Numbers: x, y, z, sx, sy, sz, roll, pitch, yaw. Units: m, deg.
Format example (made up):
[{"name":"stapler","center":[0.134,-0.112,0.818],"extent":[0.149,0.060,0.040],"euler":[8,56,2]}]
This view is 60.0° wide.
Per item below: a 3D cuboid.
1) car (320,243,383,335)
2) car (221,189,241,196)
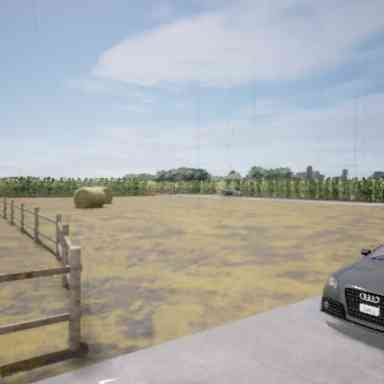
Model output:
[{"name":"car","center":[4.262,1.573,6.110],"extent":[4.181,1.385,1.994],"euler":[0,0,-35]},{"name":"car","center":[8.184,0.082,69.116],"extent":[2.128,1.511,4.902],"euler":[0,1,-35]}]
